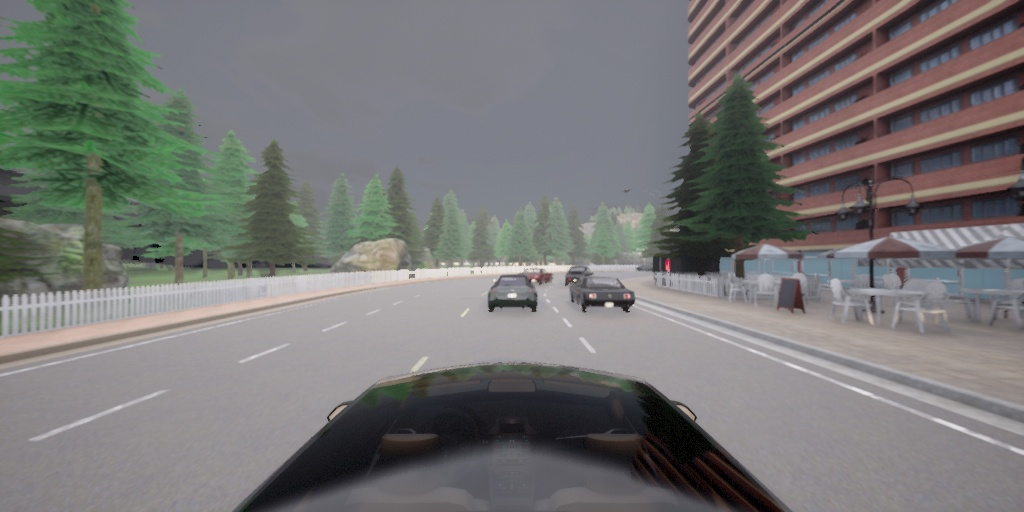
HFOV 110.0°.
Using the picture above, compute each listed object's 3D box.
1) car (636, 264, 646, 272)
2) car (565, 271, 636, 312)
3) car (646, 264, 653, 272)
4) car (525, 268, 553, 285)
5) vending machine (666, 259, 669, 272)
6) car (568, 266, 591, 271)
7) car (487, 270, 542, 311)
[{"bbox_3d":[22.849,1.953,60.145,4.181,1.385,1.994,0,-1,-21],"label":"car"},{"bbox_3d":[3.562,1.497,15.078,1.895,1.301,4.718,0,-1,2],"label":"car"},{"bbox_3d":[24.805,1.583,57.185,5.566,2.045,2.150,1,-1,-20],"label":"car"},{"bbox_3d":[2.015,1.653,29.356,1.895,1.301,4.718,0,-1,19],"label":"car"},{"bbox_3d":[15.829,1.334,37.248,1.100,2.100,0.880,0,0,41],"label":"vending machine"},{"bbox_3d":[5.487,1.551,28.649,1.837,1.490,4.892,0,0,20],"label":"car"},{"bbox_3d":[0.081,1.463,15.304,1.994,1.385,4.181,0,-1,2],"label":"car"}]
